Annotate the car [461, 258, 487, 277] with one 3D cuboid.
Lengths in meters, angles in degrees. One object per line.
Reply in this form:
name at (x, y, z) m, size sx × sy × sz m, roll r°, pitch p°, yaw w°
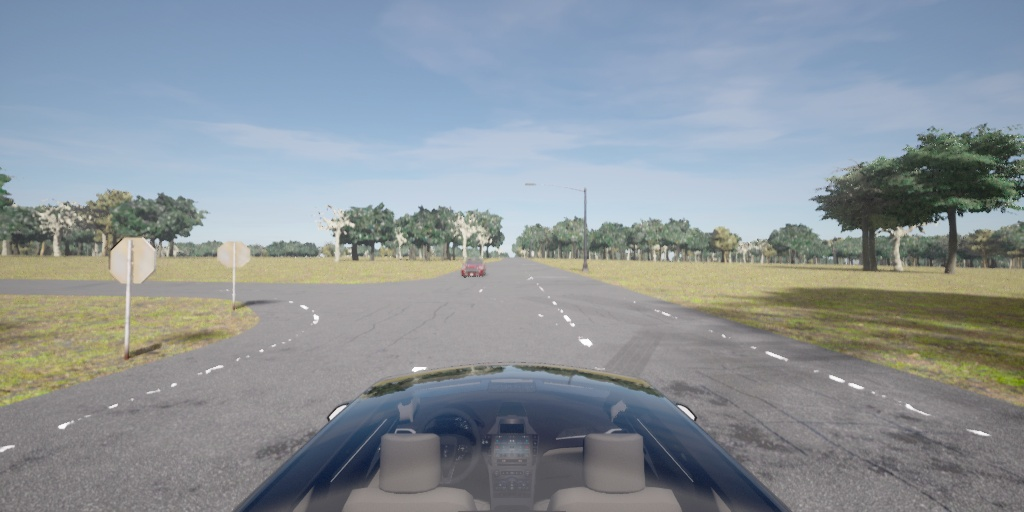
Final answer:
car at (-3.513, 1.005, 33.462) m, size 2.097 × 1.767 × 4.553 m, roll 0°, pitch 0°, yaw 0°
